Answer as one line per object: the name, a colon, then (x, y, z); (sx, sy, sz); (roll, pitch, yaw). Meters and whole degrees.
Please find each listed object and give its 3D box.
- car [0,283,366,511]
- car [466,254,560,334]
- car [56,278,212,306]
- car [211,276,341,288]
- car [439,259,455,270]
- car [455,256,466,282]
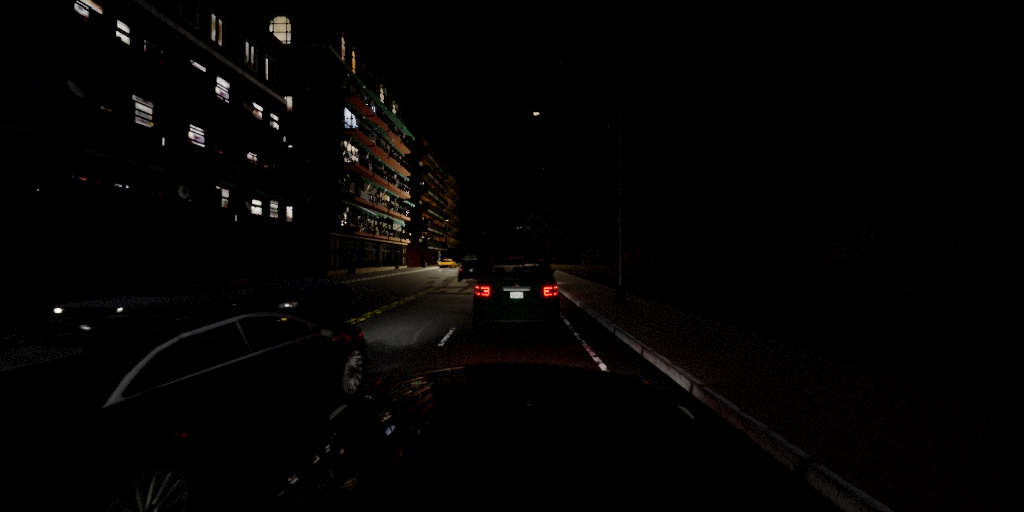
car: (-3.147, 1.240, 3.593); (2.128, 1.511, 4.902); (0, 0, 0)
car: (0.123, 0.973, 10.751); (2.150, 2.045, 5.566); (0, 0, 0)
car: (-9.821, 1.352, 10.470); (1.895, 1.301, 4.718); (0, 0, 0)
car: (-6.569, 1.315, 11.180); (1.994, 1.385, 4.181); (0, 0, 0)
car: (-9.672, 1.227, 53.720); (1.882, 1.535, 5.008); (0, 0, 0)
car: (-3.061, 1.106, 29.310); (2.097, 1.767, 4.553); (0, 0, 1)
